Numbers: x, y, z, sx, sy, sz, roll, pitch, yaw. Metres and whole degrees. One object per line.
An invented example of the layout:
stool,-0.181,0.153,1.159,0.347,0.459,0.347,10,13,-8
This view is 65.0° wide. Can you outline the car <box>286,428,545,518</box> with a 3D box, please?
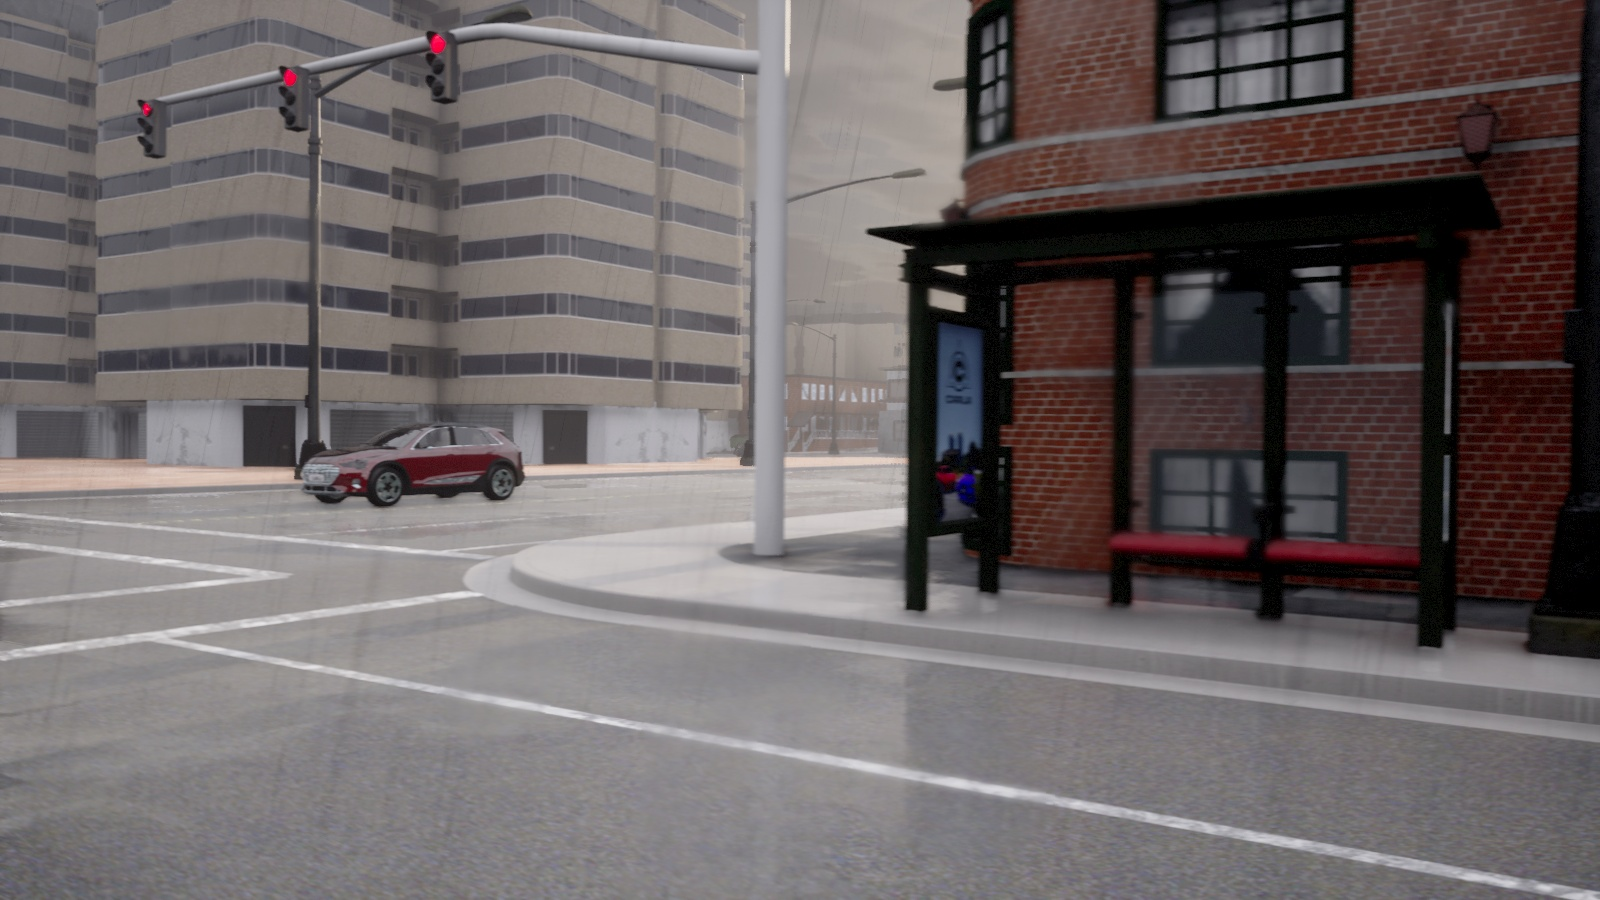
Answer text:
car,-7.707,0.381,25.662,2.033,1.649,4.856,0,1,33
